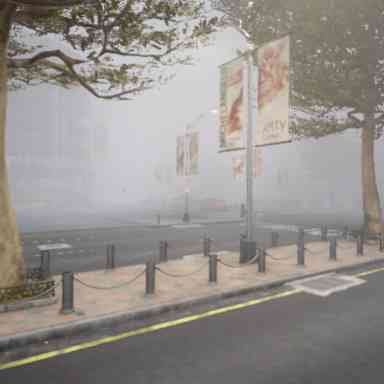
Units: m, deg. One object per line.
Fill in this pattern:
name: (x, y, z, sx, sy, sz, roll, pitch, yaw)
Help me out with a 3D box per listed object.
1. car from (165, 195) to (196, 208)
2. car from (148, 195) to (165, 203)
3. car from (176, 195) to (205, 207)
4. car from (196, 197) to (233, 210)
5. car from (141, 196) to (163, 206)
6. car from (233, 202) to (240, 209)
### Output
car: (-1.906, 1.655, 54.701, 2.097, 1.767, 4.553, 1, 0, -36)
car: (-6.804, 1.554, 66.617, 5.566, 2.045, 2.150, 0, 0, 45)
car: (-0.283, 1.560, 58.483, 2.150, 2.045, 5.566, 1, 0, -36)
car: (3.184, 1.656, 47.617, 2.097, 1.767, 4.553, 1, 0, -35)
car: (-7.806, 1.863, 62.314, 1.994, 1.385, 4.181, 1, 0, -42)
car: (5.248, 1.865, 50.758, 1.812, 1.442, 4.674, 1, 0, -36)
